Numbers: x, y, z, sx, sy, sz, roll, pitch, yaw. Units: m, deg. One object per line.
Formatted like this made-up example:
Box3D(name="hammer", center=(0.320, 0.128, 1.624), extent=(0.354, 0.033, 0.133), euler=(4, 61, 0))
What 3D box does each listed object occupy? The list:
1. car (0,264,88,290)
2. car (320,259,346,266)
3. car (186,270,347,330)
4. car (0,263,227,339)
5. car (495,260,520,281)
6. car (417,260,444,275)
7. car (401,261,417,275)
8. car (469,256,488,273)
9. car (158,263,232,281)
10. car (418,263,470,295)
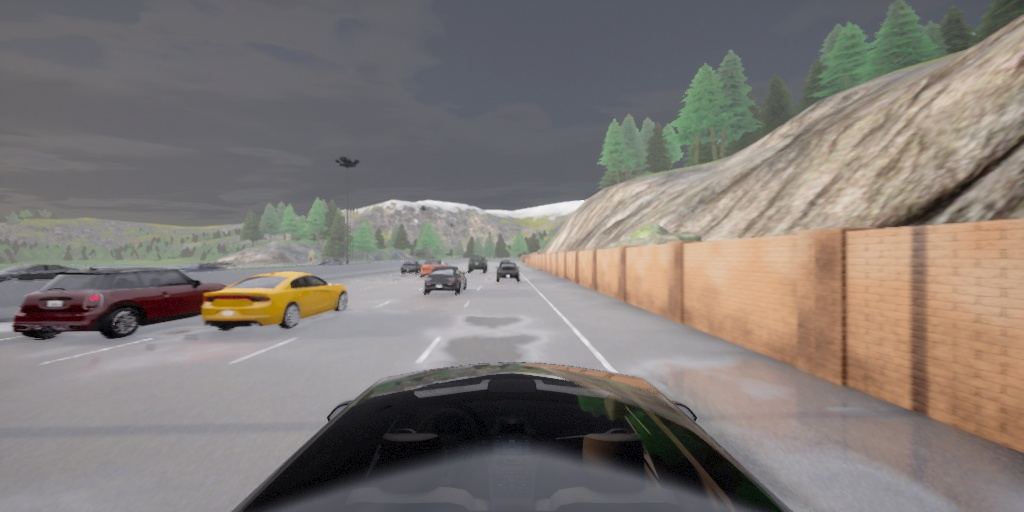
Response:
Box3D(name="car", center=(-31.915, 1.308, 23.787), extent=(1.837, 1.490, 4.892), euler=(0, -1, -1))
Box3D(name="car", center=(-21.752, 1.390, 44.479), extent=(1.994, 1.385, 4.181), euler=(0, 0, -2))
Box3D(name="car", center=(-6.975, 1.246, 11.240), extent=(1.882, 1.535, 5.008), euler=(0, 0, -1))
Box3D(name="car", center=(-10.473, 1.120, 10.323), extent=(2.097, 1.767, 4.553), euler=(0, 0, -1))
Box3D(name="car", center=(-0.356, 1.298, 30.341), extent=(1.837, 1.490, 4.892), euler=(0, 0, -1))
Box3D(name="car", center=(-7.466, 1.155, 35.085), extent=(2.097, 1.767, 4.553), euler=(0, 0, -1))
Box3D(name="car", center=(-11.087, 1.305, 40.397), extent=(2.128, 1.511, 4.902), euler=(0, 0, -1))
Box3D(name="car", center=(-4.190, 1.038, 44.654), extent=(2.150, 2.045, 5.566), euler=(0, 0, -1))
Box3D(name="car", center=(-28.602, 1.360, 32.656), extent=(2.033, 1.411, 5.357), euler=(0, 0, -1))
Box3D(name="car", center=(-3.617, 1.304, 19.866), extent=(1.812, 1.442, 4.674), euler=(0, 0, -1))
